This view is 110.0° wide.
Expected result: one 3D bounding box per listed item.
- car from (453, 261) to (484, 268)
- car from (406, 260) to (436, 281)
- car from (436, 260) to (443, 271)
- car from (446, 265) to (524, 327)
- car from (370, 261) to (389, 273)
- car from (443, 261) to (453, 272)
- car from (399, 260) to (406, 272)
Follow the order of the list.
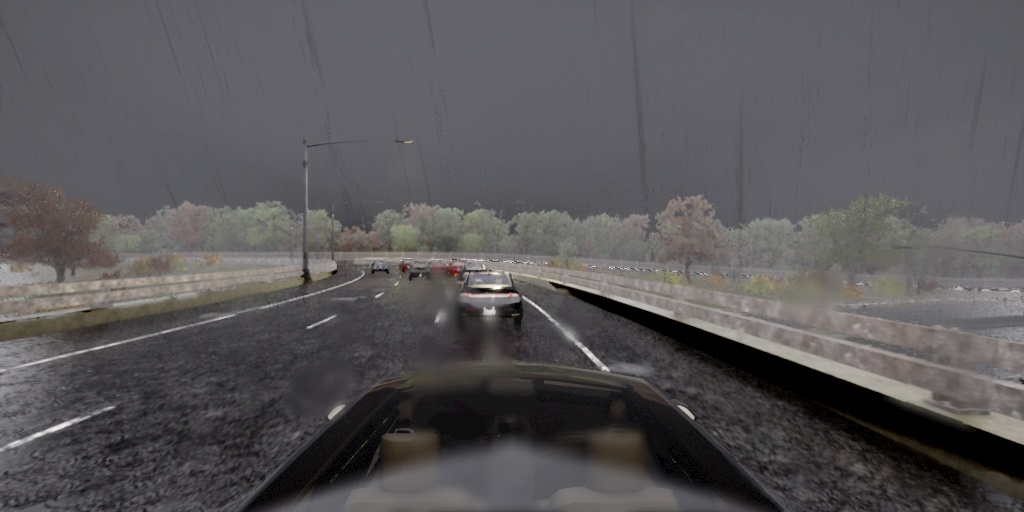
[{"bbox_3d":[-2.491,1.211,23.118,2.128,1.511,4.902,0,0,-11],"label":"car"},{"bbox_3d":[-7.667,1.221,30.049,1.837,1.490,4.892,0,0,-16],"label":"car"},{"bbox_3d":[-9.708,1.258,46.086,1.994,1.385,4.181,0,0,-24],"label":"car"},{"bbox_3d":[-0.741,1.227,11.509,2.128,1.511,4.902,0,0,-5],"label":"car"},{"bbox_3d":[-15.504,1.254,42.036,2.033,1.411,5.357,0,0,-23],"label":"car"},{"bbox_3d":[-4.982,1.185,33.344,1.882,1.535,5.008,0,0,-16],"label":"car"},{"bbox_3d":[-13.054,1.176,45.031,1.882,1.535,5.008,0,0,-24],"label":"car"}]
